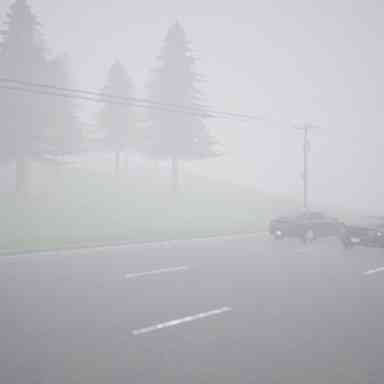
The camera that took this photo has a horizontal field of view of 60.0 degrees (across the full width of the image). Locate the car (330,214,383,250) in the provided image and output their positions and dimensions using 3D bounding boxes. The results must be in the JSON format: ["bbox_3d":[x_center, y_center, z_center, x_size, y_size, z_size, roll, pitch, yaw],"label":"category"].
[{"bbox_3d":[8.046,1.661,13.905,4.674,1.442,1.812,0,0,-35],"label":"car"}]

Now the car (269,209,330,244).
[{"bbox_3d":[5.963,1.643,16.719,4.892,1.490,1.837,0,0,-35],"label":"car"}]
